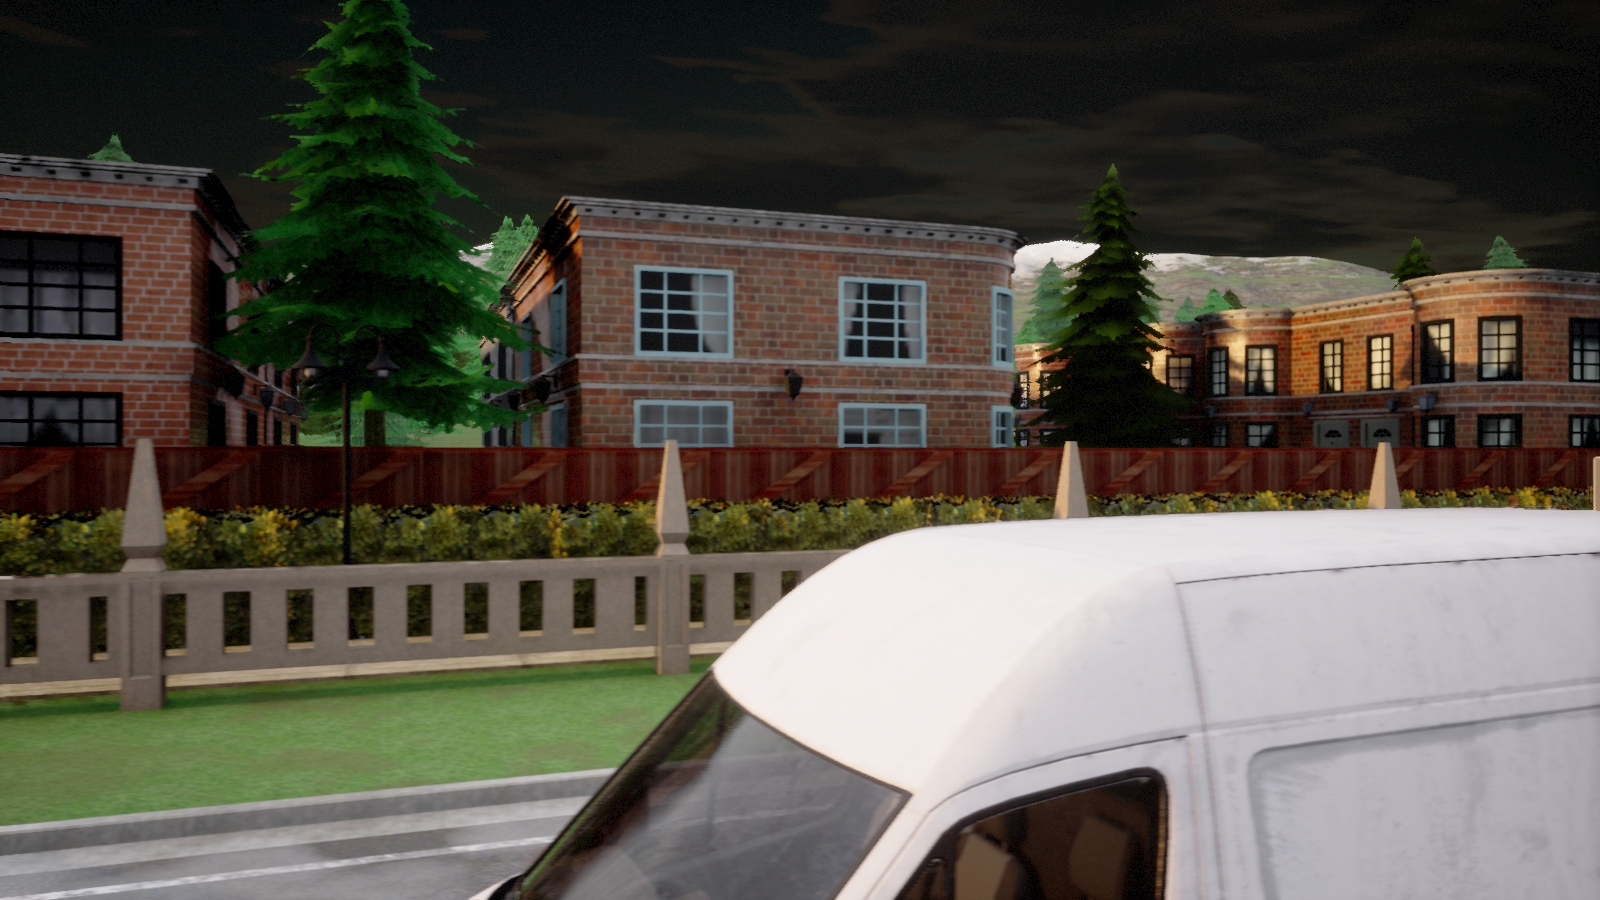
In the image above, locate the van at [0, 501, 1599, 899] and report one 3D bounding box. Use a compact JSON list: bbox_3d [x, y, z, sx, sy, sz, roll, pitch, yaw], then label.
[{"bbox_3d":[1.182,1.535,3.729,5.915,2.561,1.988,0,0,-20],"label":"van"}]
